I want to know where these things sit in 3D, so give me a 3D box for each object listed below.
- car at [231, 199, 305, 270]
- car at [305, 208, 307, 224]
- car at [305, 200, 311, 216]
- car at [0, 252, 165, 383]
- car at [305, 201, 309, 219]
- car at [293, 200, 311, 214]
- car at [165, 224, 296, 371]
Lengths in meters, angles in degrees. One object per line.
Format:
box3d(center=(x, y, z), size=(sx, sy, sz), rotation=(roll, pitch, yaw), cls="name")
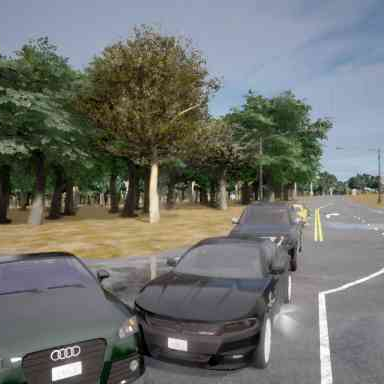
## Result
box3d(center=(2.858, 1.460, 12.405), size=(2.150, 2.045, 5.566), rotation=(-2, 0, 21), cls="car")
box3d(center=(5.085, 1.775, 18.309), size=(1.895, 1.301, 4.718), rotation=(-1, 0, 21), cls="car")
box3d(center=(9.292, 1.725, 29.567), size=(1.812, 1.442, 4.674), rotation=(-1, 0, 21), cls="car")
box3d(center=(-2.309, 1.643, 4.967), size=(1.994, 1.385, 4.181), rotation=(1, -2, -33), cls="car")
box3d(center=(7.234, 1.664, 24.063), size=(1.882, 1.535, 5.008), rotation=(-1, 0, 21), cls="car")
box3d(center=(13.316, 1.748, 40.152), size=(1.812, 1.442, 4.674), rotation=(-1, 0, 21), cls="car")
box3d(center=(0.737, 1.613, 6.264), size=(1.882, 1.535, 5.008), rotation=(-1, -2, 21), cls="car")
